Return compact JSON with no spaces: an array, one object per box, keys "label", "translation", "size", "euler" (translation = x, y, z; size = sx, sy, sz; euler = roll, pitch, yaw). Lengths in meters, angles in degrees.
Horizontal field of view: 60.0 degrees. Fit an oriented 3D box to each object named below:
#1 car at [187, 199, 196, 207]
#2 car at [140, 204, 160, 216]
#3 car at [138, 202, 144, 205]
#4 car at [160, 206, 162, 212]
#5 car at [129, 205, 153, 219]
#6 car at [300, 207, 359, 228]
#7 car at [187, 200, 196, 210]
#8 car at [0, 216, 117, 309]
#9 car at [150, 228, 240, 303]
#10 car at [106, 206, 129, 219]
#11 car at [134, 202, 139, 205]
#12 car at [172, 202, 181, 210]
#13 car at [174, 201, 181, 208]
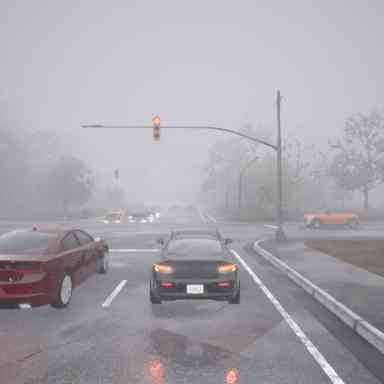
[{"label":"car","translation":[-0.261,2.887,86.971],"size":[2.097,1.767,4.553],"euler":[0,0,-4]},{"label":"car","translation":[-7.194,3.251,56.603],"size":[2.128,1.511,4.902],"euler":[0,-1,0]},{"label":"car","translation":[-10.651,3.034,66.516],"size":[2.150,2.045,5.566],"euler":[0,0,0]},{"label":"car","translation":[-7.151,3.305,66.660],"size":[2.128,1.511,4.902],"euler":[0,0,0]},{"label":"car","translation":[-7.178,3.032,47.133],"size":[1.882,1.535,5.008],"euler":[0,-2,1]},{"label":"car","translation":[11.754,2.161,28.625],"size":[4.553,1.767,2.097],"euler":[0,-2,-2]},{"label":"car","translation":[-0.150,3.298,77.237],"size":[1.994,1.385,4.181],"euler":[0,0,0]},{"label":"car","translation":[-3.433,1.555,8.081],"size":[1.882,1.535,5.008],"euler":[0,-1,0]},{"label":"car","translation":[0.064,1.605,8.225],"size":[1.812,1.442,4.674],"euler":[0,-1,0]},{"label":"car","translation":[-10.688,3.028,46.997],"size":[1.882,1.535,5.008],"euler":[0,-2,0]},{"label":"car","translation":[-10.692,3.101,55.856],"size":[2.097,1.767,4.553],"euler":[0,-1,0]},{"label":"car","translation":[-3.649,3.350,76.936],"size":[1.895,1.301,4.718],"euler":[0,0,0]},{"label":"car","translation":[-3.769,3.220,86.847],"size":[1.812,1.442,4.674],"euler":[0,0,-4]}]
